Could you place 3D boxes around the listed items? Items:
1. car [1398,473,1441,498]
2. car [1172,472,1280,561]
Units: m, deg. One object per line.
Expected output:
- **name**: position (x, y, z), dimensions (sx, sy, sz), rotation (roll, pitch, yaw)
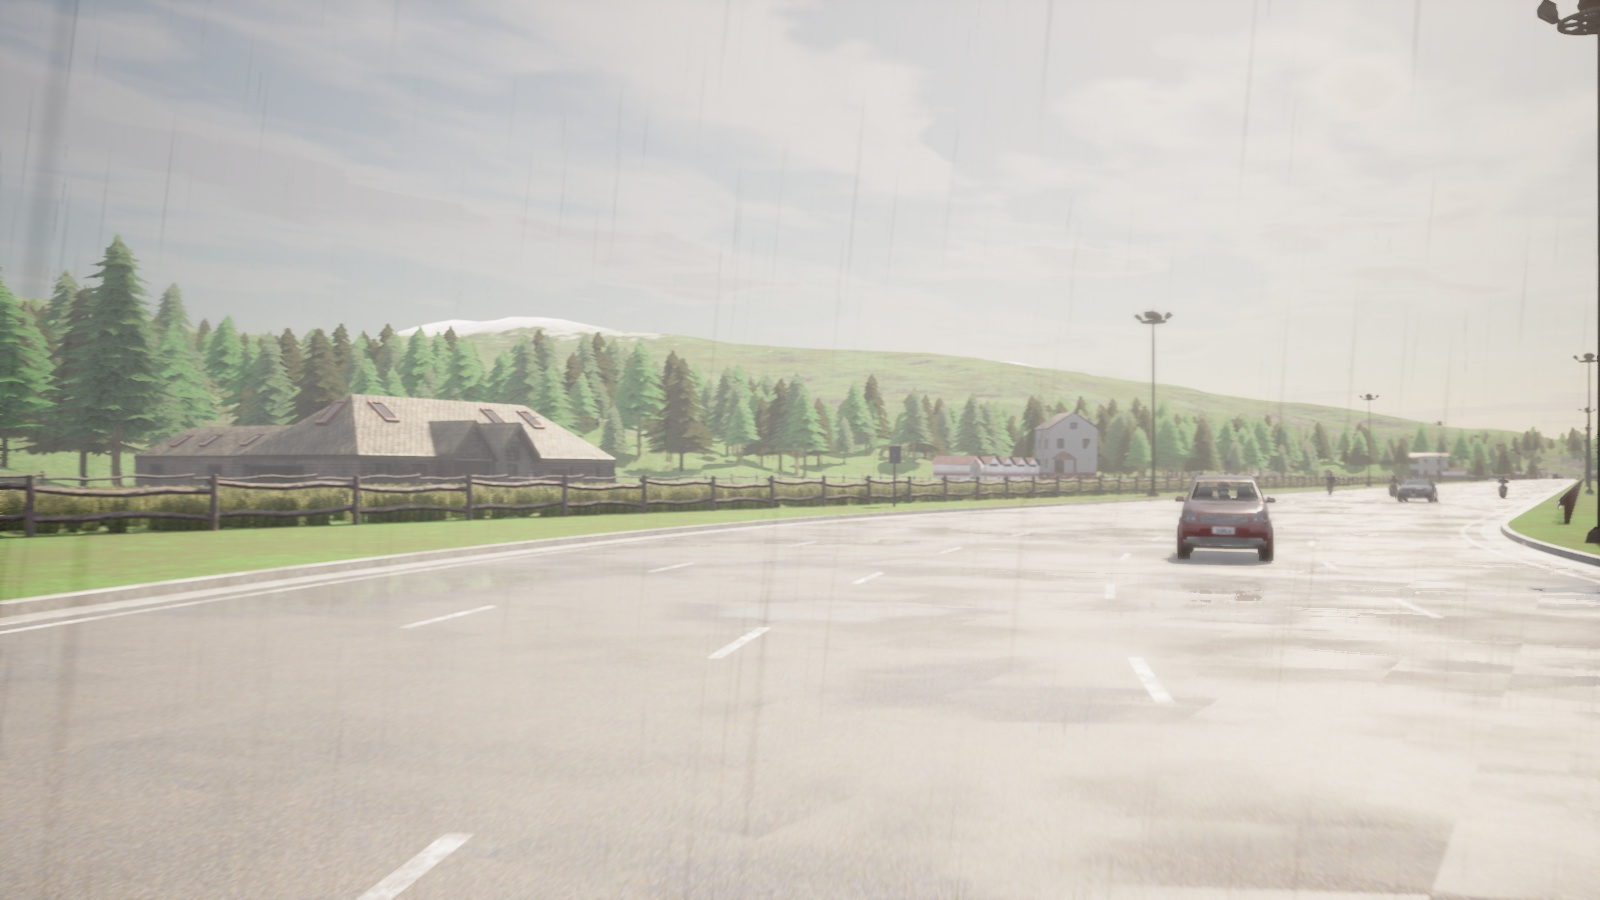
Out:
- **car**: position (36.656, 2.069, 74.285), dimensions (1.812, 1.442, 4.674), rotation (-1, -1, 32)
- **car**: position (8.119, 1.200, 23.921), dimensions (1.789, 1.549, 3.705), rotation (-1, -1, 19)
